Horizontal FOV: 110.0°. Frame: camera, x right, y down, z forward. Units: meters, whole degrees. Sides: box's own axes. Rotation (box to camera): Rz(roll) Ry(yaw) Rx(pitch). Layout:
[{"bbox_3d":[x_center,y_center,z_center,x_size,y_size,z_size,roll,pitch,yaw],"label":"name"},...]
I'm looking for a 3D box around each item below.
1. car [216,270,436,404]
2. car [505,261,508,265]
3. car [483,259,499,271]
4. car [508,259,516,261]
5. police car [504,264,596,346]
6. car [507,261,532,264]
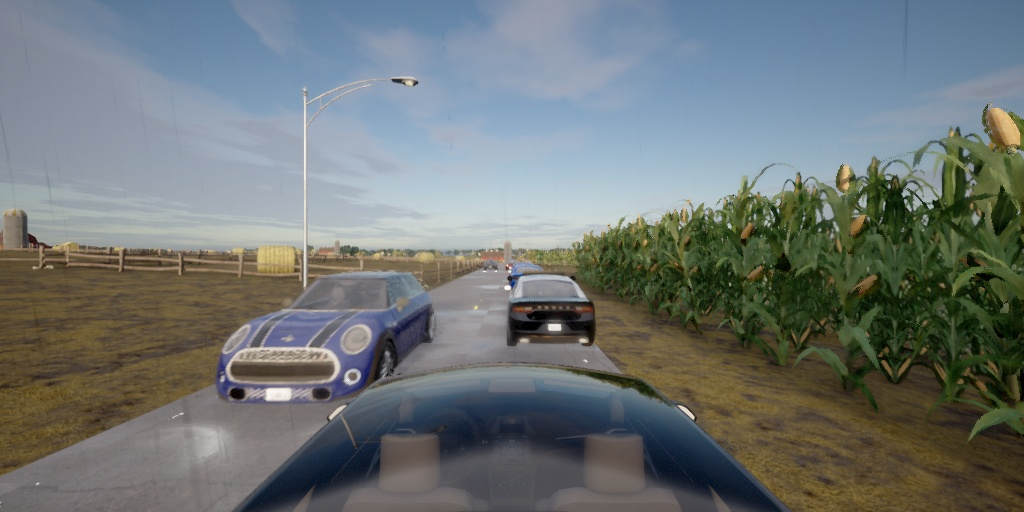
[{"bbox_3d":[-2.851,1.098,6.625,2.097,1.767,4.553,0,0,0],"label":"car"},{"bbox_3d":[0.026,1.281,47.739,1.895,1.301,4.718,0,0,0],"label":"car"},{"bbox_3d":[-2.850,1.185,48.945,1.837,1.490,4.892,0,0,0],"label":"car"},{"bbox_3d":[0.817,1.194,25.386,1.882,1.535,5.008,0,0,0],"label":"car"},{"bbox_3d":[0.823,1.169,9.496,1.930,1.638,5.238,0,0,0],"label":"police car"},{"bbox_3d":[0.822,1.208,19.387,1.882,1.535,5.008,0,0,0],"label":"car"}]
